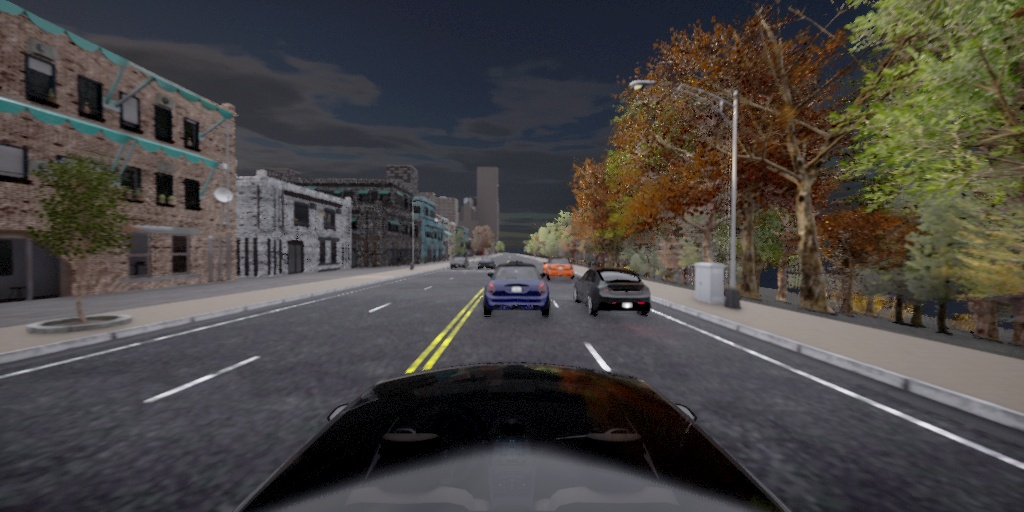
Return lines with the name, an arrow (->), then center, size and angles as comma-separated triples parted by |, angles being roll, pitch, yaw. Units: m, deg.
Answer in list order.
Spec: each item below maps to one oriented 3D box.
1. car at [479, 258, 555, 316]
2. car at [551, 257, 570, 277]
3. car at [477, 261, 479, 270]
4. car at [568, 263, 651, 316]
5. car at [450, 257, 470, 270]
car -> 0.165, 0.999, 12.953 | 2.097, 1.767, 4.553 | 0, 1, 1
car -> 3.546, 0.872, 28.230 | 2.097, 1.767, 4.553 | 0, 1, 1
car -> -3.010, 0.902, 42.739 | 2.033, 1.411, 5.357 | 0, 1, 1
car -> 3.415, 1.167, 12.947 | 1.837, 1.490, 4.892 | 0, 1, 1
car -> -6.249, 0.840, 43.357 | 1.837, 1.490, 4.892 | 0, 0, 1
